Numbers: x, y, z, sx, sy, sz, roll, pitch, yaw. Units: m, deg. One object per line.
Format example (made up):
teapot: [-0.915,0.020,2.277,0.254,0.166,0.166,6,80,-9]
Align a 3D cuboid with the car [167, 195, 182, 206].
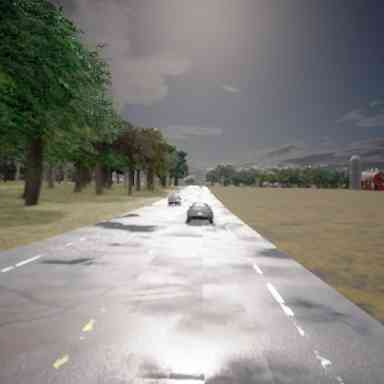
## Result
car: [-2.336,1.121,46.389,2.033,1.411,5.357,1,1,1]

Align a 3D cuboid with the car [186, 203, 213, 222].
car: [0.618,1.505,25.734,1.994,1.385,4.181,1,1,1]
